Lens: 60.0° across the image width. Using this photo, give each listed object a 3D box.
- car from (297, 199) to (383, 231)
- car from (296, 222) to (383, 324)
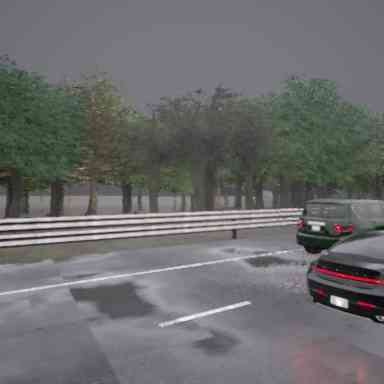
[{"bbox_3d":[6.239,1.279,12.312,5.566,2.045,2.150,0,0,-34],"label":"car"},{"bbox_3d":[4.372,1.541,6.772,4.892,1.490,1.837,0,0,-35],"label":"car"}]
